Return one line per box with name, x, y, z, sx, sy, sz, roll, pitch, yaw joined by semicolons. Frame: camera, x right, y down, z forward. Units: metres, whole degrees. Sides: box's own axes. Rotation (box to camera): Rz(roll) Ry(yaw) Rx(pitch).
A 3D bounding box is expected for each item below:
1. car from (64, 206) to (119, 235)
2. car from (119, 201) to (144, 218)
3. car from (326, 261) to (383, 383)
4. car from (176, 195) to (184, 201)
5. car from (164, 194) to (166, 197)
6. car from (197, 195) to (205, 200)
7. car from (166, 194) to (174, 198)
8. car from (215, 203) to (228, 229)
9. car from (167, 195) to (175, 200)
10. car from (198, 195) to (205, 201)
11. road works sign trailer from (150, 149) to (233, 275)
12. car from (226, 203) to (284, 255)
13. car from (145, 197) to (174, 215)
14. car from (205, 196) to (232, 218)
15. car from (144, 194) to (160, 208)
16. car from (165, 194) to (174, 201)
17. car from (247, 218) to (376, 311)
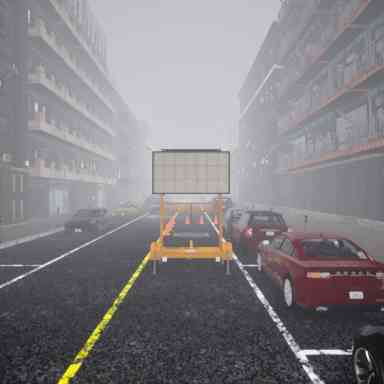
car;-5.729;1.565;18.908;1.947;1.339;4.313;0;0;0
car;-5.752;1.522;30.011;1.752;1.417;4.829;0;0;0
car;2.686;1.566;2.013;1.947;1.339;4.313;0;0;0
car;-3.183;1.449;88.040;1.882;1.535;5.008;0;0;0
car;-5.798;1.303;52.727;2.192;1.841;5.009;0;0;0
car;2.500;1.513;92.195;1.887;1.381;4.507;0;0;0
car;-5.856;1.290;80.909;2.192;1.841;5.009;0;0;0
car;2.652;1.550;18.922;2.008;1.369;4.403;0;0;0
car;-5.880;1.513;92.182;1.887;1.381;4.507;0;0;0
car;2.523;1.500;81.093;1.752;1.417;4.829;0;0;0
road works sign trailer;-0.022;0.464;10.413;2.380;3.560;2.880;0;0;0
car;2.664;1.440;13.286;1.967;1.590;4.097;0;0;0
car;-3.170;1.543;33.895;2.033;1.411;5.357;0;0;0
car;2.630;1.312;30.195;2.192;1.841;5.009;0;0;0
car;-5.787;1.431;47.091;1.967;1.590;4.097;0;0;0
car;-5.869;1.412;86.545;1.967;1.590;4.097;0;0;0
car;2.675;1.545;7.649;1.887;1.381;4.507;0;0;0
